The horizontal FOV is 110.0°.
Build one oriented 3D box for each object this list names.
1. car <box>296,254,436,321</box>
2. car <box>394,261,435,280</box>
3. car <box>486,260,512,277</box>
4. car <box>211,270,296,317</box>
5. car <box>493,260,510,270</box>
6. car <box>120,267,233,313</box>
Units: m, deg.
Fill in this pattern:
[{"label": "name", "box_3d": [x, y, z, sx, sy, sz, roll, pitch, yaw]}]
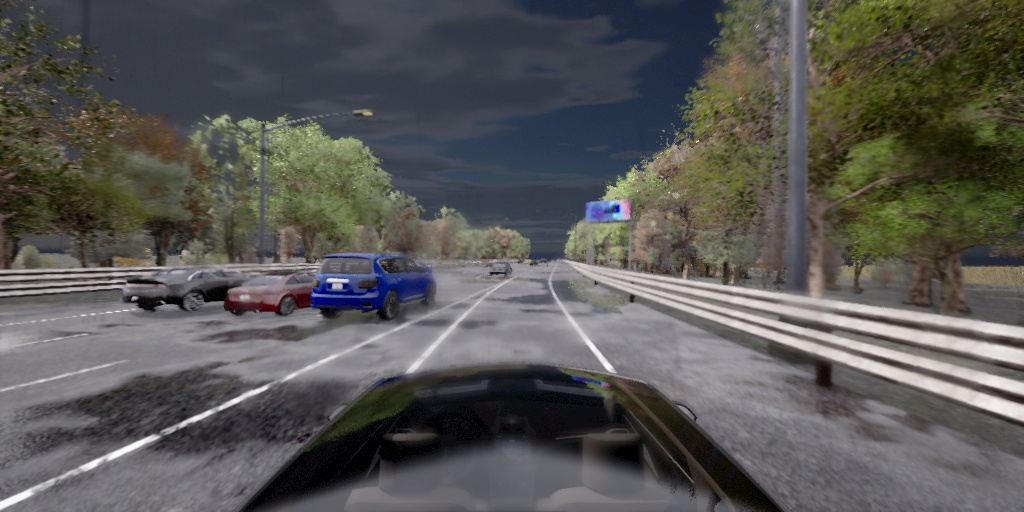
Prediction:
[{"label": "car", "box_3d": [-4.489, 0.950, 12.579, 2.150, 2.045, 5.566, 0, 0, 7]}, {"label": "car", "box_3d": [-8.855, 1.248, 33.077, 1.882, 1.535, 5.008, 1, 0, 8]}, {"label": "car", "box_3d": [-1.142, 1.414, 37.992, 2.033, 1.411, 5.357, 1, 0, 8]}, {"label": "car", "box_3d": [-7.964, 1.257, 13.048, 1.994, 1.385, 4.181, 1, 0, 8]}, {"label": "car", "box_3d": [-1.728, 1.453, 60.352, 2.128, 1.511, 4.902, 1, 0, 7]}, {"label": "car", "box_3d": [-11.426, 1.150, 13.573, 2.128, 1.511, 4.902, 1, 0, 8]}]
